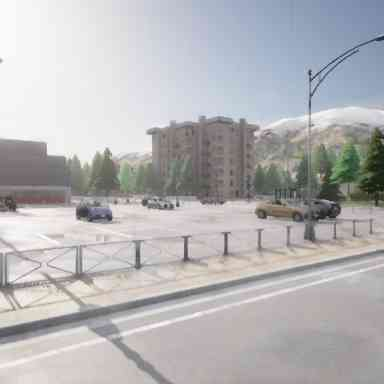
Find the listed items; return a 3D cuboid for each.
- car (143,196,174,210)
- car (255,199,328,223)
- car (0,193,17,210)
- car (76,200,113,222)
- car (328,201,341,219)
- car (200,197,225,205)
[{"bbox_3d":[-3.802,1.381,39.979,1.970,1.475,3.806,0,0,-36],"label":"car"},{"bbox_3d":[7.008,1.327,24.762,2.152,1.636,5.027,0,0,-36],"label":"car"},{"bbox_3d":[-20.876,1.094,36.970,1.932,1.855,4.605,0,0,-36],"label":"car"},{"bbox_3d":[-7.088,1.316,24.046,1.845,1.501,3.633,0,0,-36],"label":"car"},{"bbox_3d":[9.520,1.337,26.641,2.007,1.523,4.514,0,0,-36],"label":"car"},{"bbox_3d":[3.548,1.600,58.671,2.033,1.411,5.357,0,0,-36],"label":"car"}]
